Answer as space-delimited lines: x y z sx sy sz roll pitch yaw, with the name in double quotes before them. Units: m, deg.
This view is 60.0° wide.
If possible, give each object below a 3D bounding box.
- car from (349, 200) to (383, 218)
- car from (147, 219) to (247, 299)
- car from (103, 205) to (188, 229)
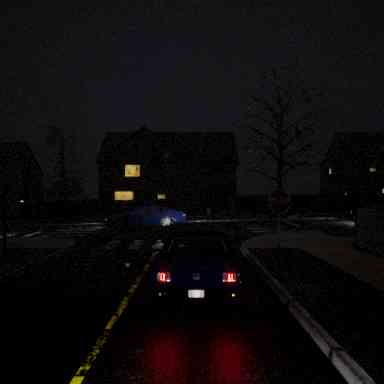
"car" 13.214 1.169 21.626 5.357 1.411 2.033 -1 1 0
"car" 0.151 1.601 8.392 1.895 1.301 4.718 0 0 2
"car" -2.912 1.542 21.634 5.357 1.411 2.033 -2 1 0
